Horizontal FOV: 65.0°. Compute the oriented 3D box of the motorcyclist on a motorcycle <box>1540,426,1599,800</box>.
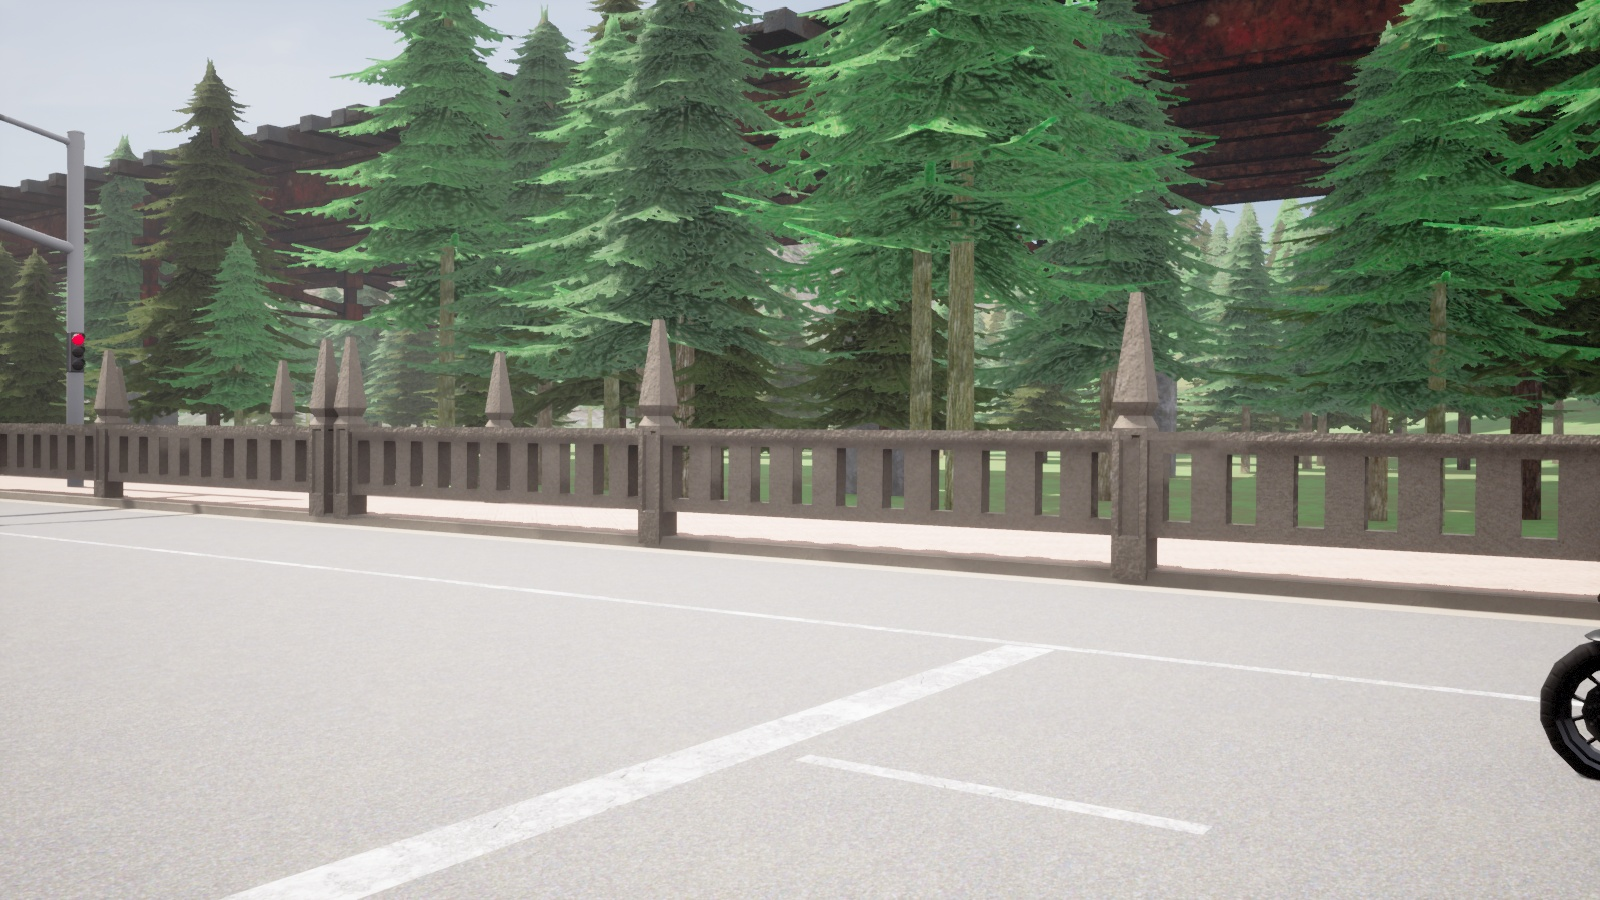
[{"bbox_3d":[4.247,0.660,5.004,2.191,1.530,0.866,0,1,34],"label":"motorcyclist on a motorcycle"}]
